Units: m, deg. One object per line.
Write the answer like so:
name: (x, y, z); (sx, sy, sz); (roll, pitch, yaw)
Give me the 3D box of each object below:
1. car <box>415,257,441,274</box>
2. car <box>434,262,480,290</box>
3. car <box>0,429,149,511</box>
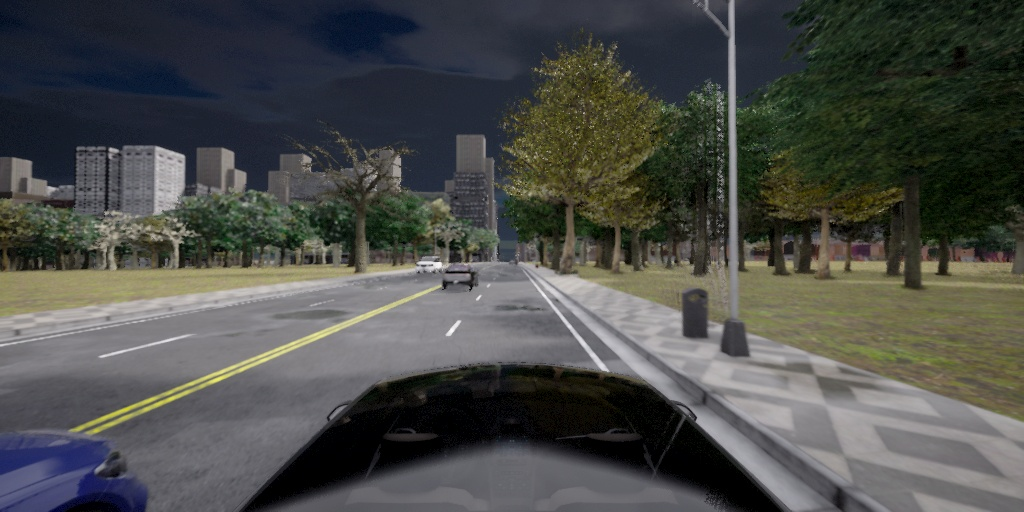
car: (-9.772, 1.069, 42.461); (2.150, 2.045, 5.566); (0, -1, 0)
car: (-3.120, 1.269, 22.439); (2.128, 1.511, 4.902); (0, 0, 0)
car: (-3.152, 1.273, 0.206); (1.812, 1.442, 4.674); (0, 0, 0)
